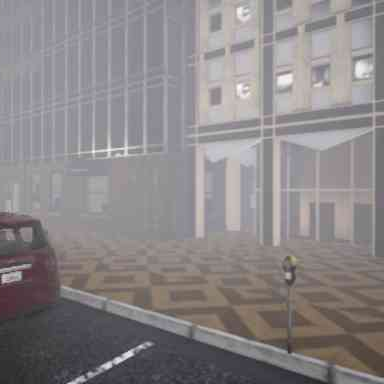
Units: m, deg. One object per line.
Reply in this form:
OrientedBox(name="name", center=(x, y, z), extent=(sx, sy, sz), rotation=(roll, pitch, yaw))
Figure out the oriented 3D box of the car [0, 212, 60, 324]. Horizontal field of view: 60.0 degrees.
OrientedBox(name="car", center=(-4.471, 1.268, 6.072), extent=(5.009, 1.841, 2.192), rotation=(0, 0, 36))
